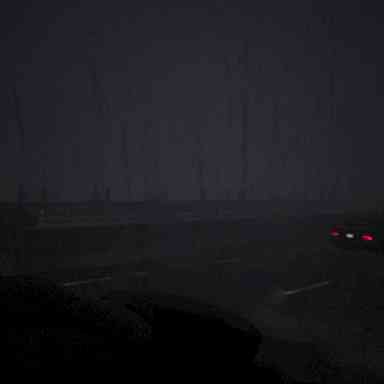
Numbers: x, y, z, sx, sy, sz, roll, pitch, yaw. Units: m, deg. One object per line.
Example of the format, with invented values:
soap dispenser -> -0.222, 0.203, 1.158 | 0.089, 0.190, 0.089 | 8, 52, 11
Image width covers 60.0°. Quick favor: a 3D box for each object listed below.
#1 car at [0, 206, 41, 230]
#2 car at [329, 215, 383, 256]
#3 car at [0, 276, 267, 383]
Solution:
car -> -10.794, 1.505, 17.790 | 4.902, 1.511, 2.128 | 1, 0, -36
car -> 7.812, 1.679, 13.622 | 5.357, 1.411, 2.033 | 1, 0, -36
car -> -1.542, 1.479, 2.646 | 5.008, 1.535, 1.882 | 1, 0, -36
